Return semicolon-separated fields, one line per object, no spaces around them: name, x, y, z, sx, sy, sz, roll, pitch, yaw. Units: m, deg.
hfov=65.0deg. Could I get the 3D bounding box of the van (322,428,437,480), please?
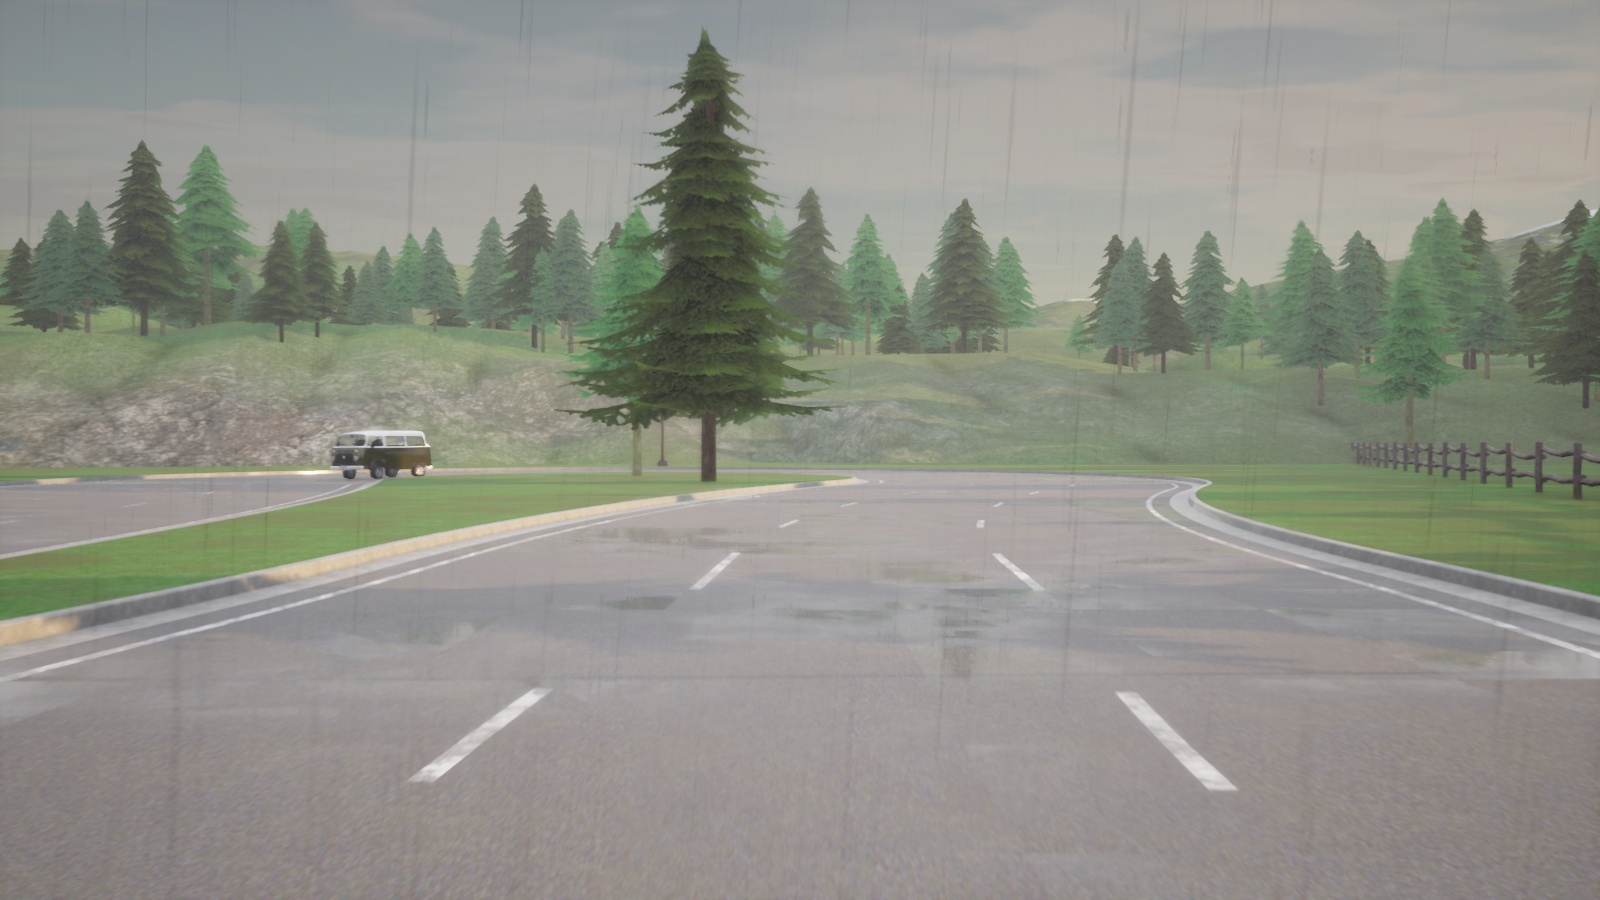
van;-17.438;0.161;52.280;2.069;2.038;4.480;0;0;24
